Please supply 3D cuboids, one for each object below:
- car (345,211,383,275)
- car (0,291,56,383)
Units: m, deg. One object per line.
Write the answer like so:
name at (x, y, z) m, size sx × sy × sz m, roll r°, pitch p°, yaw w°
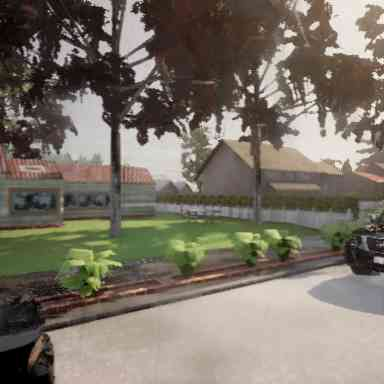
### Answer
car at (6.614, 1.229, 9.331) m, size 5.566 × 2.045 × 2.150 m, roll 0°, pitch 0°, yaw -36°
car at (-3.554, 1.479, 2.068) m, size 5.008 × 1.535 × 1.882 m, roll 0°, pitch 0°, yaw -36°
